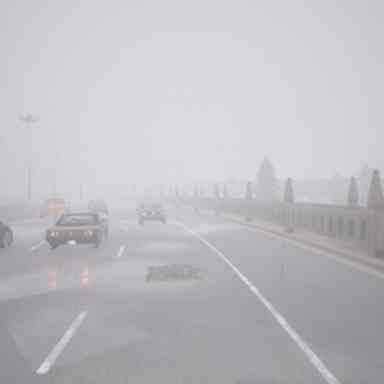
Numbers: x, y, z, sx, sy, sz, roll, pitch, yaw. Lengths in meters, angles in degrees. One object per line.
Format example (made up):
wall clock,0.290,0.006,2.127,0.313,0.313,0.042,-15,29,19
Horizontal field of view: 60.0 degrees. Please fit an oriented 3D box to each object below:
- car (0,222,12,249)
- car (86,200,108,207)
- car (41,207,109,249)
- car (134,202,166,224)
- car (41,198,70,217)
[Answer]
car,-7.872,1.467,11.331,2.128,1.511,4.902,0,0,-7
car,-9.191,1.439,32.306,2.033,1.411,5.357,0,0,-19
car,-4.740,1.552,14.431,1.895,1.301,4.718,0,0,-8
car,-3.094,1.447,24.050,2.033,1.411,5.357,0,0,-14
car,-11.943,1.273,29.279,2.097,1.767,4.553,0,0,-18
